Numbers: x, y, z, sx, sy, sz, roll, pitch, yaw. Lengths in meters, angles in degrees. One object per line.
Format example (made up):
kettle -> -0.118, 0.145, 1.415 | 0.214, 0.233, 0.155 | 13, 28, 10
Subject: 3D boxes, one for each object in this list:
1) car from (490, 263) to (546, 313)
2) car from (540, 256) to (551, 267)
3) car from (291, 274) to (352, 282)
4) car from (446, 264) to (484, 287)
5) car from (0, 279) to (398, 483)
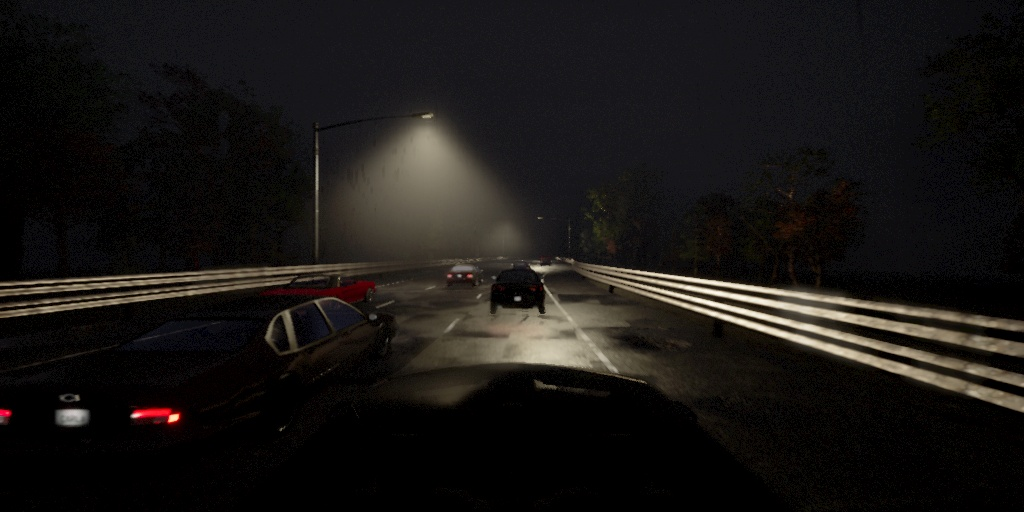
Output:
car -> 0.219, 1.196, 13.863 | 1.882, 1.535, 5.008 | 0, 0, 1
car -> 5.964, 1.183, 64.069 | 2.033, 1.411, 5.357 | 0, 0, 6
car -> -6.795, 1.316, 13.326 | 1.895, 1.301, 4.718 | 0, 0, 1
car -> -3.060, 1.240, 23.943 | 2.033, 1.411, 5.357 | 0, 0, 2
car -> -3.383, 1.285, 5.280 | 2.033, 1.411, 5.357 | 0, 0, 0
